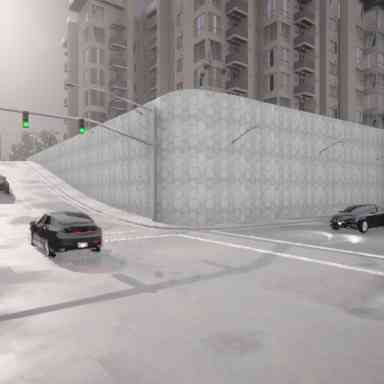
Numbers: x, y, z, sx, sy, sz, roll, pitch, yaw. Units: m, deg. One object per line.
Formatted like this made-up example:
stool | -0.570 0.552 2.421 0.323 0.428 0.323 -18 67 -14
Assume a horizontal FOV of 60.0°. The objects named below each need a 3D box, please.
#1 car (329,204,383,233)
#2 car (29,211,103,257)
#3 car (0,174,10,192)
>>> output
car | 10.174 1.504 19.861 4.892 1.490 1.837 0 0 -36
car | -5.069 1.519 13.091 1.837 1.490 4.892 0 0 -36
car | -19.998 -1.109 33.852 2.097 1.767 4.553 0 11 -36
